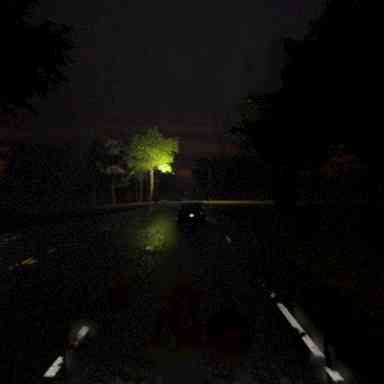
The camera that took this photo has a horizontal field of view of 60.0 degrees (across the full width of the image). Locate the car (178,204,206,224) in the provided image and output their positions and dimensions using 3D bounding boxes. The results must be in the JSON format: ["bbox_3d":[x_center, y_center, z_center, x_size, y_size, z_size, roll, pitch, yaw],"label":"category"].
[{"bbox_3d":[-0.026,1.568,24.587,1.994,1.385,4.181,0,0,0],"label":"car"}]
